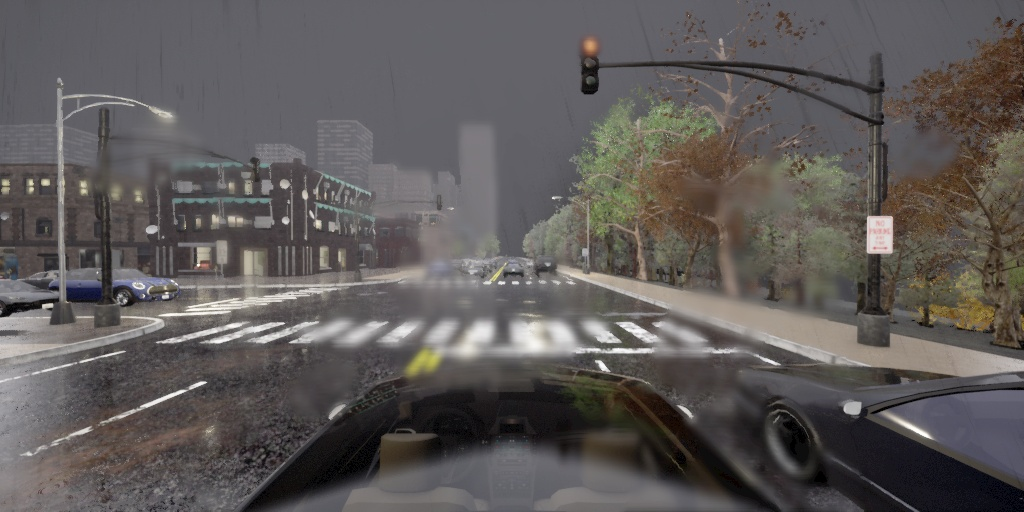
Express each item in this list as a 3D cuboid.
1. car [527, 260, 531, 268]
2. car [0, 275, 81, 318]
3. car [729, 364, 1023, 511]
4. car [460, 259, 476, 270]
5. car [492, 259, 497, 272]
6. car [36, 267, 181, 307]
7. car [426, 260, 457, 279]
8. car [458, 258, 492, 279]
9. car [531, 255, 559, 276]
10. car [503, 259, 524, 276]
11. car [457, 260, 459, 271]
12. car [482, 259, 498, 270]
[{"bbox_3d":[3.430,1.329,60.069,1.895,1.301,4.718,0,0,0],"label":"car"},{"bbox_3d":[-19.930,1.565,13.725,4.313,1.339,1.948,0,0,0],"label":"car"},{"bbox_3d":[3.350,1.297,1.544,2.033,1.411,5.357,0,0,0],"label":"car"},{"bbox_3d":[-6.513,1.257,53.224,1.812,1.442,4.674,0,0,1],"label":"car"},{"bbox_3d":[-3.285,1.227,42.413,2.128,1.511,4.902,0,0,0],"label":"car"},{"bbox_3d":[-18.015,1.302,16.372,4.553,1.767,2.097,-1,1,2],"label":"car"},{"bbox_3d":[-6.552,1.266,33.022,1.812,1.442,4.674,0,0,0],"label":"car"},{"bbox_3d":[-3.300,1.232,33.009,2.128,1.511,4.902,0,0,0],"label":"car"},{"bbox_3d":[3.398,0.960,36.405,2.150,2.045,5.566,0,0,0],"label":"car"},{"bbox_3d":[0.148,1.303,36.242,1.994,1.385,4.181,0,0,0],"label":"car"},{"bbox_3d":[-6.535,1.242,42.848,1.837,1.490,4.892,0,0,0],"label":"car"},{"bbox_3d":[-3.259,1.223,54.903,2.128,1.511,4.902,0,0,0],"label":"car"}]
